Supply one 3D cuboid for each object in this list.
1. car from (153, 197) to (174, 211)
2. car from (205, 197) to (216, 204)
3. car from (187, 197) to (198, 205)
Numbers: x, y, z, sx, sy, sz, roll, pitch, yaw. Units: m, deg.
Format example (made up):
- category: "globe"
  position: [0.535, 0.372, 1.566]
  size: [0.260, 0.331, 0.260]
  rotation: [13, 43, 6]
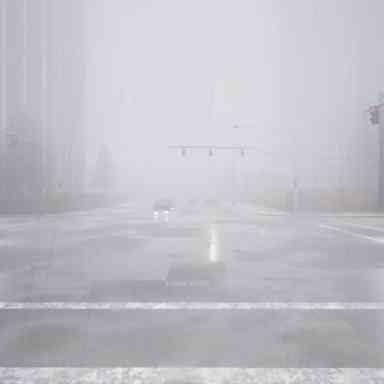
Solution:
- category: "car"
  position: [-3.577, 1.564, 40.754]
  size: [1.994, 1.385, 4.181]
  rotation: [0, 0, 0]
- category: "car"
  position: [3.535, 1.601, 64.979]
  size: [1.895, 1.301, 4.718]
  rotation: [0, 0, 0]
- category: "car"
  position: [0.133, 1.601, 60.456]
  size: [1.895, 1.301, 4.718]
  rotation: [0, 0, 0]
